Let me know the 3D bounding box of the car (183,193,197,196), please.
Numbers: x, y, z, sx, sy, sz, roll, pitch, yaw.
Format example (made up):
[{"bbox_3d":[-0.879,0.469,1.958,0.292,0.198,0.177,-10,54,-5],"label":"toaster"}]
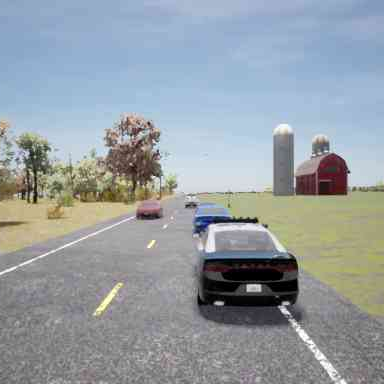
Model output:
[{"bbox_3d":[-0.011,1.202,59.451,2.150,2.045,5.566,0,0,0],"label":"car"}]

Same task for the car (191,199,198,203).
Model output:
[{"bbox_3d":[1.044,1.504,24.108,1.837,1.490,4.892,0,0,0],"label":"car"}]

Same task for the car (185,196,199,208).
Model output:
[{"bbox_3d":[0.011,1.589,47.509,1.895,1.301,4.718,0,0,1],"label":"car"}]

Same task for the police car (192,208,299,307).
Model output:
[{"bbox_3d":[1.048,1.426,8.217,1.930,1.638,5.238,0,0,0],"label":"police car"}]

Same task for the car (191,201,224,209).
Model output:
[{"bbox_3d":[1.046,1.478,18.107,1.882,1.535,5.008,0,0,0],"label":"car"}]

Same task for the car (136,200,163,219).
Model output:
[{"bbox_3d":[-3.607,1.474,28.783,1.882,1.535,5.008,0,0,0],"label":"car"}]
